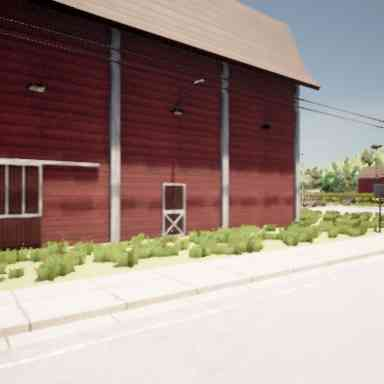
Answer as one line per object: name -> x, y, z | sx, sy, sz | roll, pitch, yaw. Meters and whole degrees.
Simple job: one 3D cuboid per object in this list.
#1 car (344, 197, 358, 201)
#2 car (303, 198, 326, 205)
car -> 28.489, 1.671, 59.596 | 3.905, 1.438, 1.784 | 0, 0, -36
car -> 18.813, 1.622, 51.034 | 4.193, 1.474, 1.816 | 0, 0, -36
